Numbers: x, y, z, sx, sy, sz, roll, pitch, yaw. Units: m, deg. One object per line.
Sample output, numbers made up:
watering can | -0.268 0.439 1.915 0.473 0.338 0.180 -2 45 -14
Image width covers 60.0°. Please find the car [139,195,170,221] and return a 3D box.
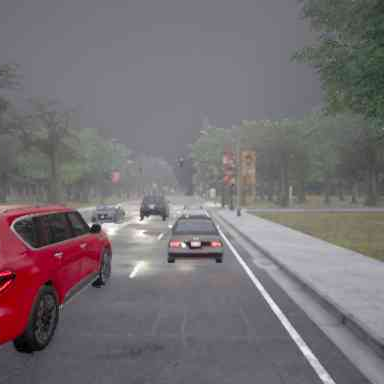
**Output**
car | -3.152 1.315 28.769 2.150 2.045 5.566 0 0 0

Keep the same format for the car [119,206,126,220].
car | -6.581 1.649 26.420 1.994 1.385 4.181 0 0 0

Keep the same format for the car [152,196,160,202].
car | -9.753 1.866 90.548 1.812 1.442 4.674 0 0 0

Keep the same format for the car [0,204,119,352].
car | -3.149 1.241 6.324 2.150 2.045 5.566 0 0 0

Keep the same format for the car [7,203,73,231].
car | -9.843 1.562 22.027 2.128 1.511 4.902 0 0 0

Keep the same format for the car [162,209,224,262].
car | 0.095 1.584 12.269 2.033 1.411 5.357 0 0 0

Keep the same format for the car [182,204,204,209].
car | 0.098 1.693 28.321 1.895 1.301 4.718 0 0 0
